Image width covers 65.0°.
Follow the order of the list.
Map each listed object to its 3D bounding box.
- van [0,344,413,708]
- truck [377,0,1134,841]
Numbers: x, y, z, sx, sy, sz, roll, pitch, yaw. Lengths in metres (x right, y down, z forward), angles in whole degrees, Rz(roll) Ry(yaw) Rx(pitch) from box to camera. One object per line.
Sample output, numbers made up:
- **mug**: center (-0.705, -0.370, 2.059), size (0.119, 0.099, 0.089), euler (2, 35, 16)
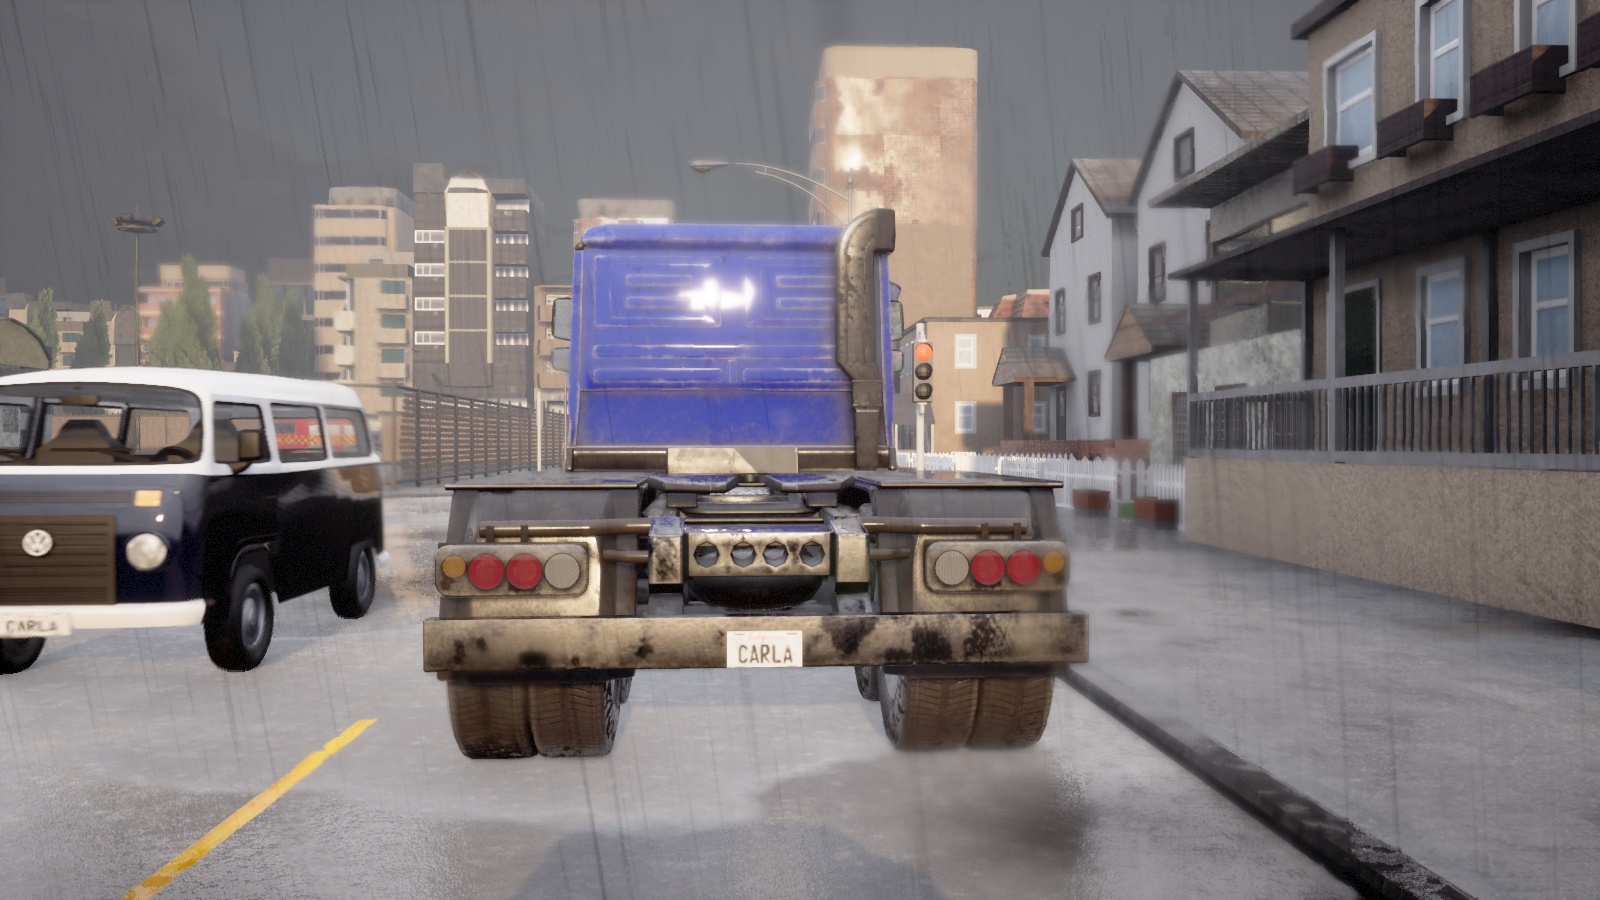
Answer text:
- **van**: center (-4.475, 0.414, 9.275), size (2.069, 2.038, 4.480), euler (0, 0, -3)
- **truck**: center (-0.432, -0.285, 8.765), size (2.891, 3.462, 7.936), euler (0, 0, -4)
